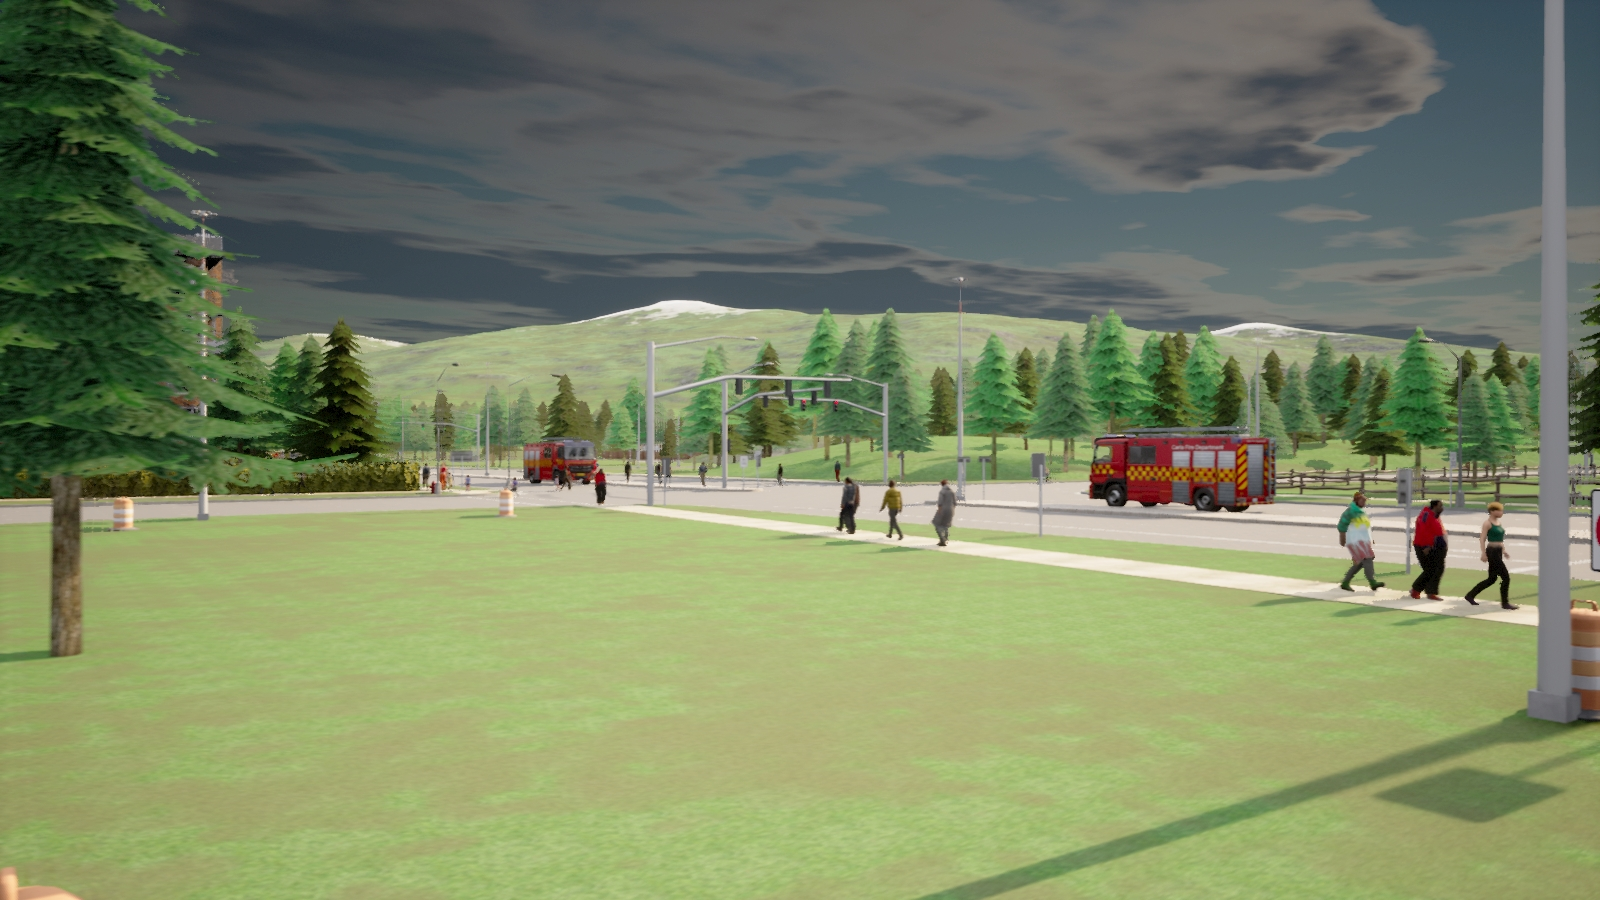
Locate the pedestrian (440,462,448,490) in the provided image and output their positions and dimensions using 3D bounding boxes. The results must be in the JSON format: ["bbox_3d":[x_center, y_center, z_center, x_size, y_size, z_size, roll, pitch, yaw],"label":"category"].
[{"bbox_3d":[-23.530,1.697,75.472,0.375,1.860,0.375,0,0,-44],"label":"pedestrian"}]

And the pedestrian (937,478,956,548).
[{"bbox_3d":[3.969,1.696,30.991,0.375,1.860,0.375,0,0,-29],"label":"pedestrian"}]

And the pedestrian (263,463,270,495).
[{"bbox_3d":[-30.977,1.697,66.341,0.375,1.860,0.375,0,0,-32],"label":"pedestrian"}]

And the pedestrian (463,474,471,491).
[{"bbox_3d":[-21.158,2.075,72.620,0.500,1.100,0.500,0,0,-19],"label":"pedestrian"}]

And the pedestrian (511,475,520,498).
[{"bbox_3d":[-16.634,2.129,66.810,0.375,1.300,0.375,0,0,-42],"label":"pedestrian"}]

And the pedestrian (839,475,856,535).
[{"bbox_3d":[1.466,1.696,35.470,0.375,1.860,0.375,0,0,-31],"label":"pedestrian"}]

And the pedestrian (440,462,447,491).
[{"bbox_3d":[-22.990,1.697,73.624,0.375,1.860,0.375,0,0,-27],"label":"pedestrian"}]

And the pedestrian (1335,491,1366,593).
[{"bbox_3d":[10.241,1.697,21.268,0.375,1.860,0.375,0,0,-28],"label":"pedestrian"}]

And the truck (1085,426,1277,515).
[{"bbox_3d":[17.640,0.891,53.568,2.891,3.827,8.468,0,0,-34],"label":"truck"}]

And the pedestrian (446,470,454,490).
[{"bbox_3d":[-22.813,1.977,74.404,0.375,1.300,0.375,0,0,44],"label":"pedestrian"}]

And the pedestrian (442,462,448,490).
[{"bbox_3d":[-23.294,1.697,74.906,0.375,1.860,0.375,0,0,-16],"label":"pedestrian"}]

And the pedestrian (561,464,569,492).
[{"bbox_3d":[-15.786,1.849,76.731,0.375,1.860,0.375,0,0,-37],"label":"pedestrian"}]

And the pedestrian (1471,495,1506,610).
[{"bbox_3d":[11.481,1.696,19.056,0.375,1.860,0.375,0,0,-32],"label":"pedestrian"}]

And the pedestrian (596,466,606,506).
[{"bbox_3d":[-9.390,1.697,53.958,0.375,1.860,0.375,0,0,-31],"label":"pedestrian"}]

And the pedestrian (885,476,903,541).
[{"bbox_3d":[2.740,1.696,33.222,0.375,1.860,0.375,0,0,-29],"label":"pedestrian"}]

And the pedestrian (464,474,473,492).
[{"bbox_3d":[-20.912,2.077,72.059,0.500,1.100,0.500,0,0,-6],"label":"pedestrian"}]

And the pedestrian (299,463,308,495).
[{"bbox_3d":[-29.324,1.697,67.477,0.375,1.860,0.375,0,0,-35],"label":"pedestrian"}]

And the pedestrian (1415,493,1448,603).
[{"bbox_3d":[11.003,1.696,19.917,0.375,1.860,0.375,0,0,-32],"label":"pedestrian"}]

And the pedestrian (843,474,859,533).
[{"bbox_3d":[1.616,1.696,36.367,0.375,1.860,0.375,0,0,-29],"label":"pedestrian"}]

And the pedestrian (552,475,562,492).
[{"bbox_3d":[-16.225,2.229,76.145,0.500,1.100,0.500,0,0,-35],"label":"pedestrian"}]
